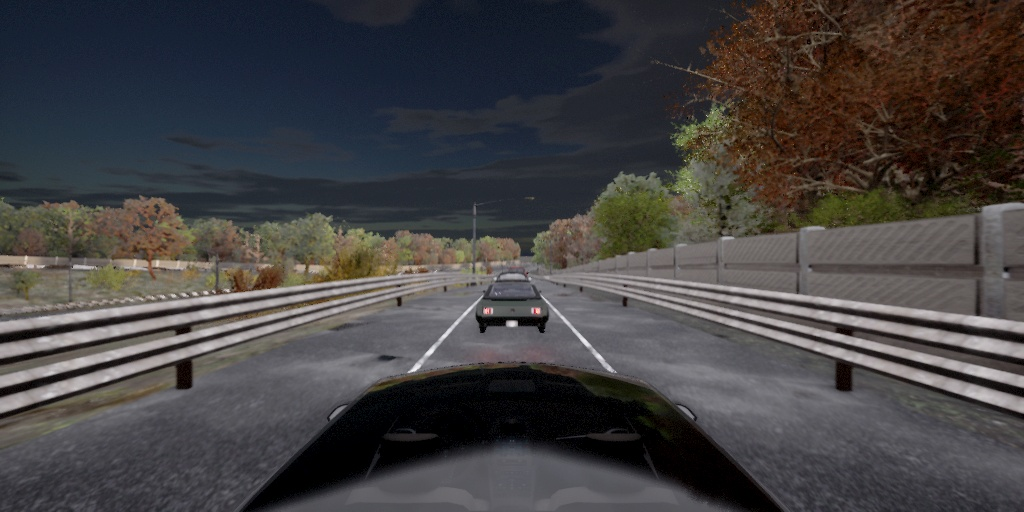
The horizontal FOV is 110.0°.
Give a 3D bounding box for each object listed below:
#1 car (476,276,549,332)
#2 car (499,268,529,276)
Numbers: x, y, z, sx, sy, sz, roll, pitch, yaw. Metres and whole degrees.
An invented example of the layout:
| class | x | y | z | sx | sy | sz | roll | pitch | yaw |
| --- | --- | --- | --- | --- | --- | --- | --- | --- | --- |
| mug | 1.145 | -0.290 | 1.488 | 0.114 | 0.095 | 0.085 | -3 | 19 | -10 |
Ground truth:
| class | x | y | z | sx | sy | sz | roll | pitch | yaw |
| --- | --- | --- | --- | --- | --- | --- | --- | --- | --- |
| car | 0.006 | 1.469 | 11.282 | 1.895 | 1.301 | 4.718 | 0 | -1 | 0 |
| car | 0.033 | 1.562 | 18.969 | 1.882 | 1.535 | 5.008 | 0 | -2 | 0 |
